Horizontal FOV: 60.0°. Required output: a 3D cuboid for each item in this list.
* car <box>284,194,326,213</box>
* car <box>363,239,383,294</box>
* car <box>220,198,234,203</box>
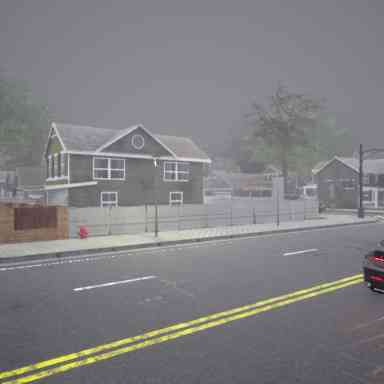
[{"bbox_3d":[11.815,1.253,36.619,2.150,2.045,5.566,0,0,-35],"label":"car"},{"bbox_3d":[5.786,1.505,7.557,4.892,1.490,1.837,0,0,-36],"label":"car"},{"bbox_3d":[5.110,1.529,46.108,1.882,1.535,5.008,0,0,-35],"label":"car"}]
